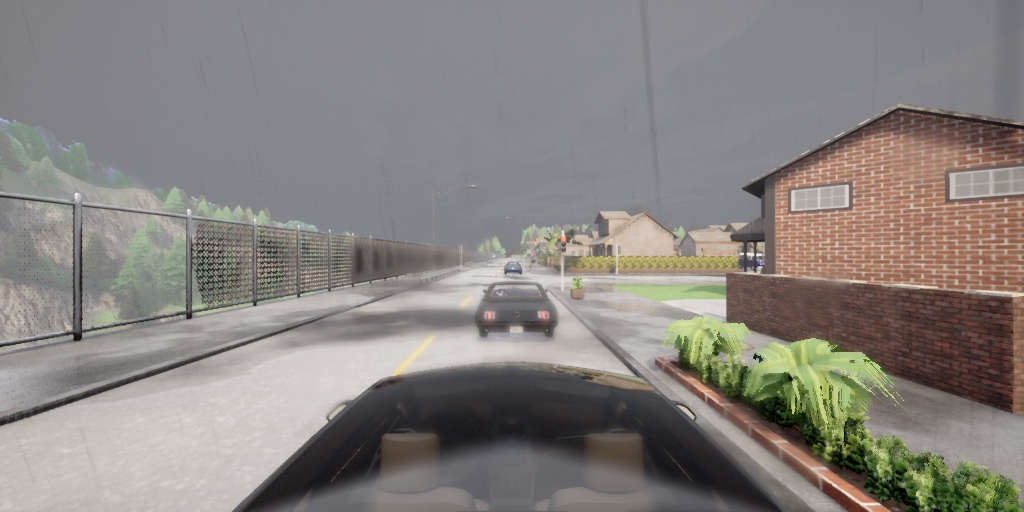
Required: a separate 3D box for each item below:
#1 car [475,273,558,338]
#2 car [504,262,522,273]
[{"bbox_3d":[0.109,1.351,10.206,1.895,1.301,4.718,0,0,0],"label":"car"},{"bbox_3d":[0.138,1.314,41.205,1.994,1.385,4.181,0,0,1],"label":"car"}]
